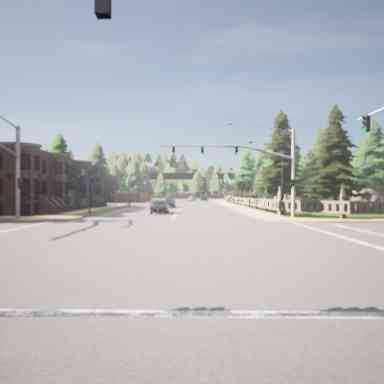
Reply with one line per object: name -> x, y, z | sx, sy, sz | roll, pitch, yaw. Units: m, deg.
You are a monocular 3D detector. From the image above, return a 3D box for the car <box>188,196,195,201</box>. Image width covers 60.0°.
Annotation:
car -> -0.081, 1.900, 95.490 | 1.812, 1.442, 4.674 | 0, 0, 0

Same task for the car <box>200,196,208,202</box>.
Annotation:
car -> 3.419, 1.876, 95.493 | 1.837, 1.490, 4.892 | 0, 0, 0

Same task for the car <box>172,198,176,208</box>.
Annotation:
car -> -3.578, 1.757, 52.522 | 1.837, 1.490, 4.892 | 0, -1, 0

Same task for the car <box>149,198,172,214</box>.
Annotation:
car -> -3.628, 1.684, 37.650 | 1.837, 1.490, 4.892 | 0, 0, 0
